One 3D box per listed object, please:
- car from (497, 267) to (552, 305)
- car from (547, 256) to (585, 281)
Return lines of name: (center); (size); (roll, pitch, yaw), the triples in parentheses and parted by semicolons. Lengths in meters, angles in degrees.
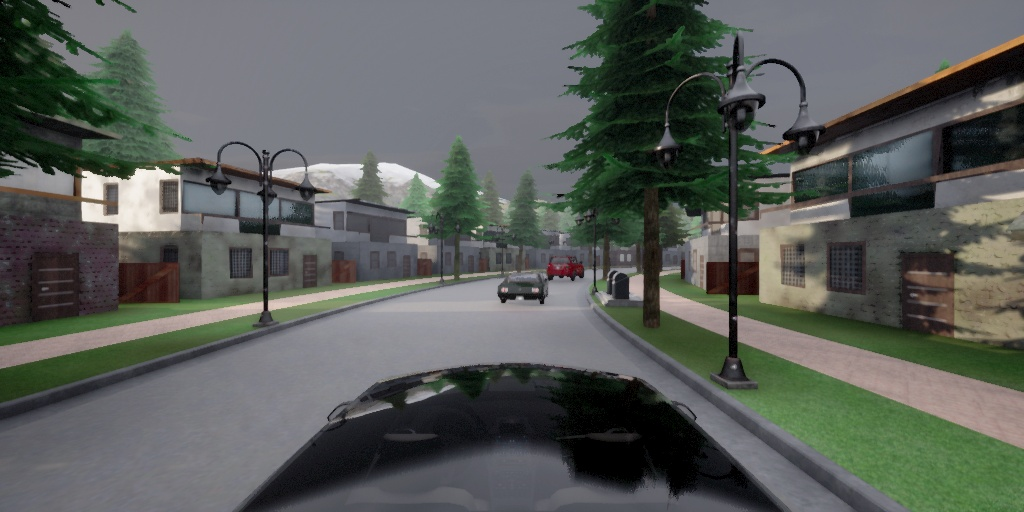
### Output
car: (0.645, 1.366, 16.237); (1.895, 1.301, 4.718); (0, 0, 9)
car: (4.589, 1.008, 30.213); (2.150, 2.045, 5.566); (0, 0, 23)
